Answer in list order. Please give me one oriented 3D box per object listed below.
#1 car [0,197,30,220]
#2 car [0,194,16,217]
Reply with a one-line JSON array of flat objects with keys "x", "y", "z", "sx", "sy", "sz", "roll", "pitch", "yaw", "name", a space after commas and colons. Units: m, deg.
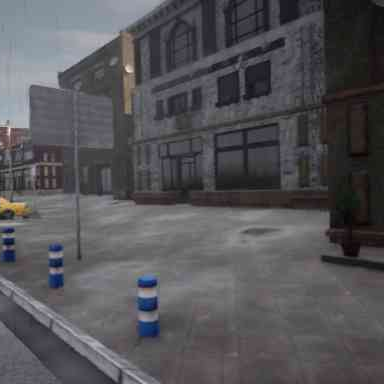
[{"x": -12.463, "y": 0.972, "z": 19.380, "sx": 5.366, "sy": 1.575, "sz": 1.946, "roll": -3, "pitch": 3, "yaw": -44, "name": "car"}, {"x": -14.240, "y": 0.959, "z": 21.497, "sx": 4.674, "sy": 1.452, "sz": 2.002, "roll": -3, "pitch": 3, "yaw": -44, "name": "car"}]
